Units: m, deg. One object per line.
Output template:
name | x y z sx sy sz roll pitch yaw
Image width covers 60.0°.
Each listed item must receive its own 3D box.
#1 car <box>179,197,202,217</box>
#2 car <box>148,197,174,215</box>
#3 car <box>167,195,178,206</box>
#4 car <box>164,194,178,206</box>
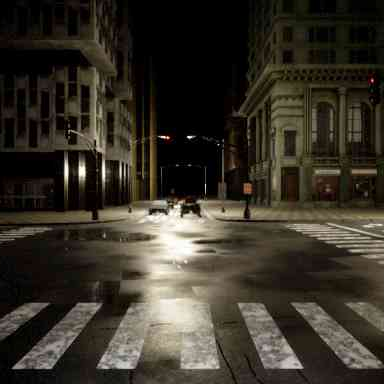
car | -0.100 1.489 31.327 1.837 1.490 4.892 -1 0 0
car | -3.204 1.528 33.565 2.033 1.411 5.357 0 0 0
car | -3.278 1.458 43.480 2.128 1.511 4.902 0 0 0
car | -3.344 1.300 53.773 2.097 1.767 4.553 0 0 0
